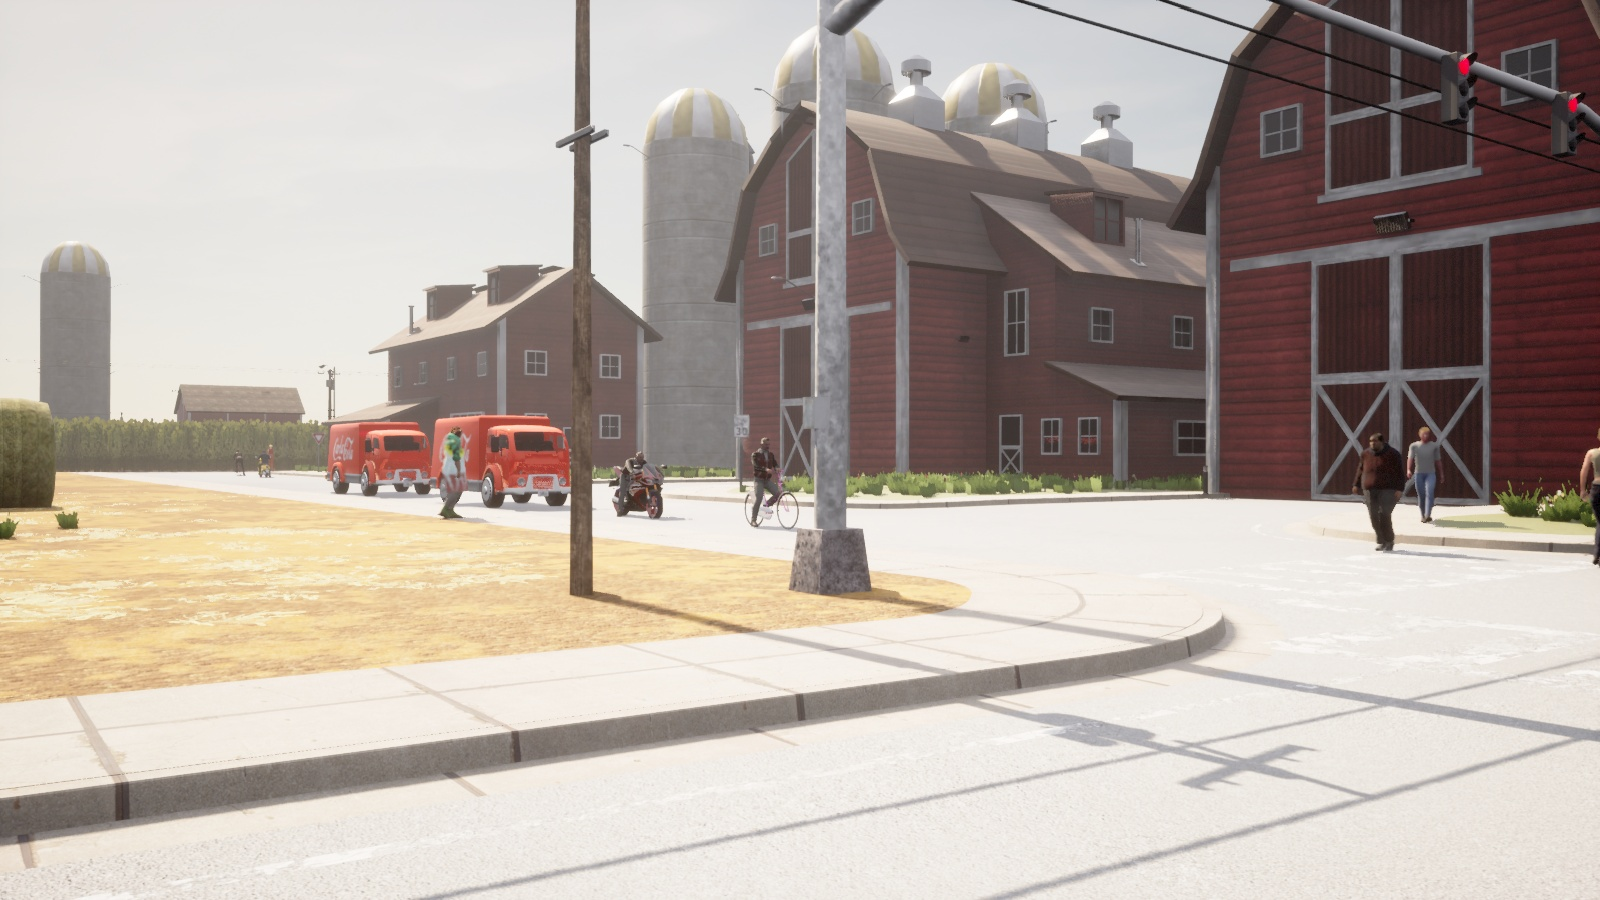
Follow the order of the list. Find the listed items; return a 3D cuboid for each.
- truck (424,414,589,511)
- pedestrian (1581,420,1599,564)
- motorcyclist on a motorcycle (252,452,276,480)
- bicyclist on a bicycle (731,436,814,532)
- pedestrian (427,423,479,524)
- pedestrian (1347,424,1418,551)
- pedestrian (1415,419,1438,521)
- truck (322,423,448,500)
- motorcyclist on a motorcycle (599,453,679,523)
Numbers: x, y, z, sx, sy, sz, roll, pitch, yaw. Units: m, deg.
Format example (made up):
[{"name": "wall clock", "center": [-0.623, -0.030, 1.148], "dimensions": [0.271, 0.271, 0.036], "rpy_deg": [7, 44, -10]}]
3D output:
[{"name": "truck", "center": [-8.225, 0.334, 34.843], "dimensions": [2.627, 2.467, 5.204], "rpy_deg": [0, 0, -36]}, {"name": "pedestrian", "center": [10.399, 0.538, 16.215], "dimensions": [0.594, 1.836, 0.345], "rpy_deg": [0, 0, -38]}, {"name": "motorcyclist on a motorcycle", "center": [-30.675, 0.912, 71.864], "dimensions": [0.866, 1.590, 1.817], "rpy_deg": [0, 0, -36]}, {"name": "bicyclist on a bicycle", "center": [-0.547, 0.644, 24.227], "dimensions": [0.659, 1.776, 1.843], "rpy_deg": [0, -1, -36]}, {"name": "pedestrian", "center": [-6.859, 0.455, 24.797], "dimensions": [0.873, 1.952, 0.659], "rpy_deg": [0, 0, -27]}, {"name": "pedestrian", "center": [8.675, 0.547, 18.700], "dimensions": [0.899, 1.844, 0.634], "rpy_deg": [0, 0, -39]}, {"name": "pedestrian", "center": [11.458, 0.360, 22.972], "dimensions": [0.354, 1.836, 0.706], "rpy_deg": [0, 0, 25]}, {"name": "truck", "center": [-14.410, 0.349, 43.388], "dimensions": [2.627, 2.467, 5.204], "rpy_deg": [-1, 1, -36]}, {"name": "motorcyclist on a motorcycle", "center": [-3.680, 0.831, 28.562], "dimensions": [0.866, 1.530, 2.191], "rpy_deg": [0, 0, -36]}]
